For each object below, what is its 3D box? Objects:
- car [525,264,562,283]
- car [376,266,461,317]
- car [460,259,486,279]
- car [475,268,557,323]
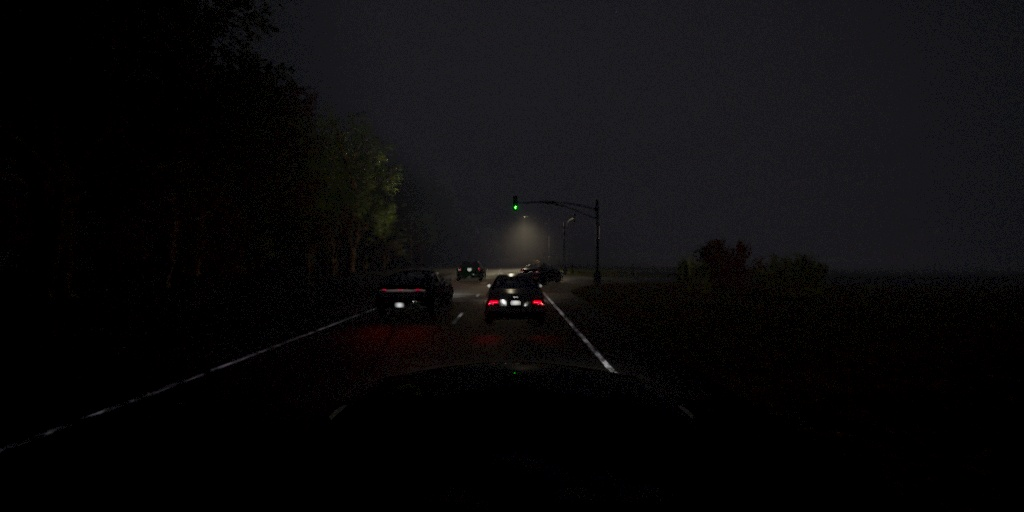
[{"bbox_3d":[2.148,1.287,25.907,2.128,1.511,4.902,-1,0,26],"label":"car"},{"bbox_3d":[-3.404,1.263,13.258,2.128,1.511,4.902,0,0,0],"label":"car"},{"bbox_3d":[-3.410,1.154,30.824,2.097,1.767,4.553,0,0,0],"label":"car"},{"bbox_3d":[0.098,1.317,12.177,2.033,1.411,5.357,0,0,0],"label":"car"}]
